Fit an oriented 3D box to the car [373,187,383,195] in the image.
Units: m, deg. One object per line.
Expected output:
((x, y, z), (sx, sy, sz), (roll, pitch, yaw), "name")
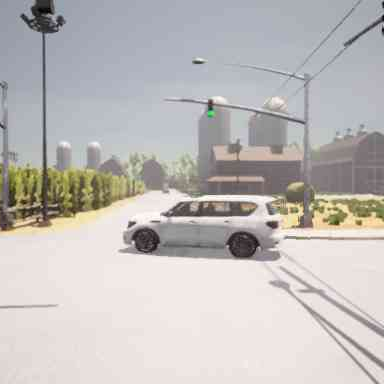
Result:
((42.515, -0.158, 75.152), (1.905, 1.878, 3.866), (8, 8, 41), "car")

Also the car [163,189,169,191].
((-7.370, -0.216, 94.664), (1.994, 1.385, 4.181), (0, 1, -5), "car")

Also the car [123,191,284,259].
((0.386, 1.138, 11.800), (5.566, 2.045, 2.150), (0, 2, 15), "car")
